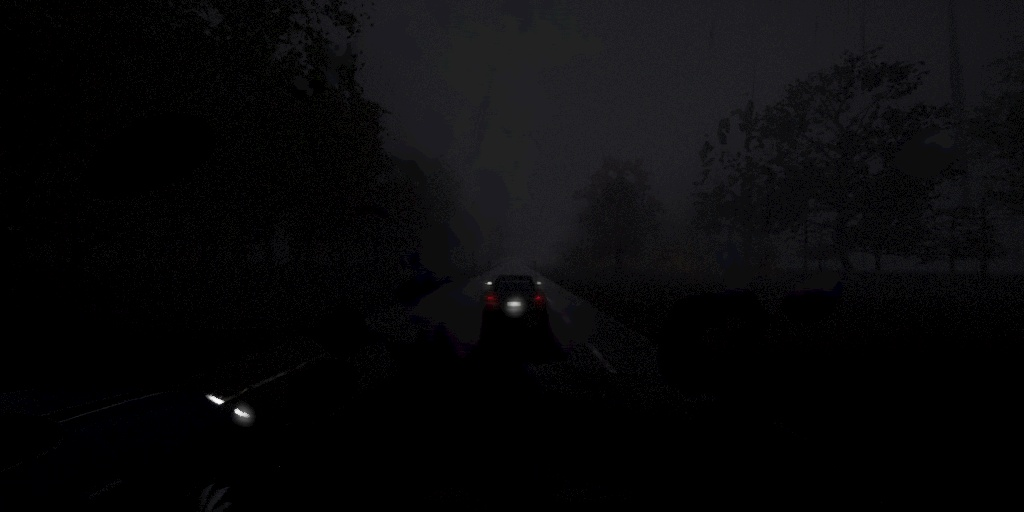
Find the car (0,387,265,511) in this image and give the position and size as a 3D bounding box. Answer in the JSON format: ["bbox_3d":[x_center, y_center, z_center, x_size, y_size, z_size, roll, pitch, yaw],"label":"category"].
[{"bbox_3d":[-2.913,1.101,0.755,2.097,1.767,4.553,0,0,2],"label":"car"}]

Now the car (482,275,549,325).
[{"bbox_3d":[0.098,1.318,11.856,1.994,1.385,4.181,0,0,0],"label":"car"}]
